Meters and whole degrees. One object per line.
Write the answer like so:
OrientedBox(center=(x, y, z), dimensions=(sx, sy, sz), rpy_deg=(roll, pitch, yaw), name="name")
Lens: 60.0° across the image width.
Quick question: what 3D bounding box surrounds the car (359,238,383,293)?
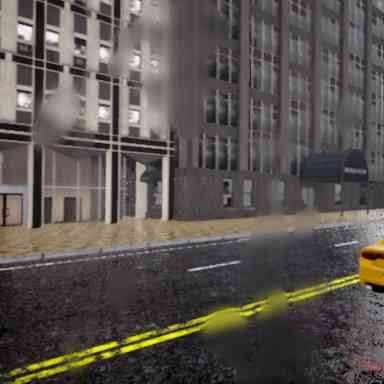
OrientedBox(center=(5.803, 1.460, 7.566), dimensions=(5.008, 1.535, 1.882), rpy_deg=(0, 0, -35), name="car")
